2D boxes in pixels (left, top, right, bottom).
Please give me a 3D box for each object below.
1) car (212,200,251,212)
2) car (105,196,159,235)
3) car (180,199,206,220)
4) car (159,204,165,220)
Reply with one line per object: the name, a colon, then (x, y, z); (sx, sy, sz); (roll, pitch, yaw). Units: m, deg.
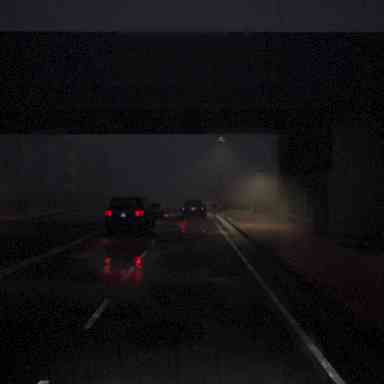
car: (4.737, 1.641, 39.329); (4.718, 1.301, 1.895); (0, 0, -32)
car: (-3.406, 1.241, 19.184); (2.150, 2.045, 5.566); (0, 0, 0)
car: (0.126, 1.381, 28.585); (2.097, 1.767, 4.553); (0, 0, 1)
car: (-3.408, 1.593, 28.531); (1.994, 1.385, 4.181); (0, 0, -1)
